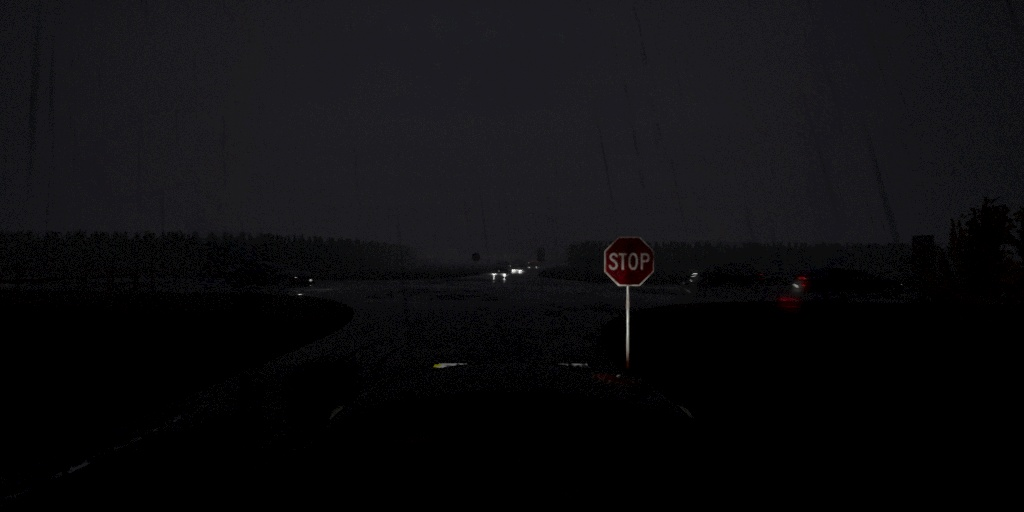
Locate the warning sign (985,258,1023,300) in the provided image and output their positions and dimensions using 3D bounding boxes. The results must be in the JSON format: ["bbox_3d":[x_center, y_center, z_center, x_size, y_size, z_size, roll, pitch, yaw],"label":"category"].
[{"bbox_3d":[21.217,1.001,15.302,1.060,1.860,1.300,0,0,6],"label":"warning sign"}]

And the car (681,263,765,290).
[{"bbox_3d":[13.582,1.211,23.361,4.553,1.767,2.097,0,0,8],"label":"car"}]

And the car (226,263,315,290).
[{"bbox_3d":[-14.319,1.169,21.389,4.892,1.490,1.837,0,0,4],"label":"car"}]

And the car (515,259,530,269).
[{"bbox_3d":[1.108,1.296,58.516,2.128,1.511,4.902,0,0,11],"label":"car"}]

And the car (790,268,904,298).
[{"bbox_3d":[17.687,1.378,19.059,4.892,1.490,1.837,0,-1,5],"label":"car"}]

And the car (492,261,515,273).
[{"bbox_3d":[-1.204,1.331,43.786,2.033,1.411,5.357,0,0,7],"label":"car"}]
